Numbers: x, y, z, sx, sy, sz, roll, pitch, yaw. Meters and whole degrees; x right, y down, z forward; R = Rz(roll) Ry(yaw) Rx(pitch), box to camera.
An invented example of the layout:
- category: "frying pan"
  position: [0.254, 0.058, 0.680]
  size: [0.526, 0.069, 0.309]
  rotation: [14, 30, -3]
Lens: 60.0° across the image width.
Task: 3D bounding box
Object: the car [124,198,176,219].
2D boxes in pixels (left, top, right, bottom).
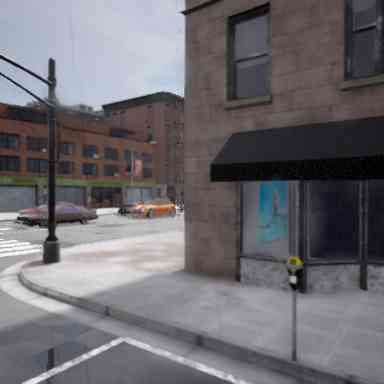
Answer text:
- category: "car"
  position: [-3.521, 1.416, 30.358]
  size: [2.097, 1.767, 4.553]
  rotation: [0, 0, 35]

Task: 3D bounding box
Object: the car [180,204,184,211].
- category: "car"
  position: [0.307, 1.678, 41.401]
  size: [1.994, 1.385, 4.181]
  rotation: [0, 0, 35]

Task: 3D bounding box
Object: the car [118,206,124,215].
- category: "car"
  position: [-5.415, 1.625, 33.307]
  size: [1.994, 1.385, 4.181]
  rotation: [0, 0, 35]

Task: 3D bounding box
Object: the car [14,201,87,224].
- category: "car"
  position: [-10.772, 1.490, 25.723]
  size: [1.882, 1.535, 5.008]
  rotation: [0, 0, 35]

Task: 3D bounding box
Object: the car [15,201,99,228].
- category: "car"
  position: [-8.968, 1.562, 22.640]
  size: [2.033, 1.411, 5.357]
  rotation: [0, 0, 35]
